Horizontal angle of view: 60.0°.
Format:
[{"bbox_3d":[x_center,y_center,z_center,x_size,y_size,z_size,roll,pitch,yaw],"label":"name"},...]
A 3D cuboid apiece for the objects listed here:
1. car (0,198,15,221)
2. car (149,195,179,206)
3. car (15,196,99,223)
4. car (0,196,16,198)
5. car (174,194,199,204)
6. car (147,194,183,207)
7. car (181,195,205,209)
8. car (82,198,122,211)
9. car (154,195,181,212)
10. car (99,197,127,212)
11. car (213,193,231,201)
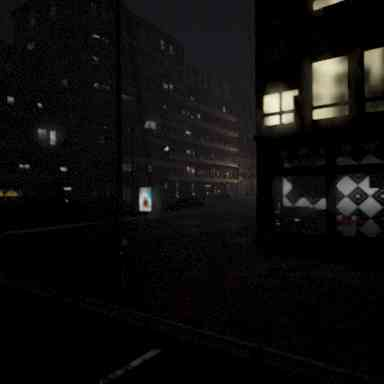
[{"bbox_3d":[-14.584,1.488,27.812,1.837,1.490,4.892,-1,1,37],"label":"car"},{"bbox_3d":[-3.964,1.140,47.505,2.008,1.369,4.403,1,2,35],"label":"car"},{"bbox_3d":[-9.769,1.250,24.566,2.192,1.841,5.009,1,1,35],"label":"car"},{"bbox_3d":[-16.671,1.319,29.316,2.192,1.841,5.009,1,2,35],"label":"car"},{"bbox_3d":[-0.788,1.067,52.051,1.802,1.307,4.206,1,2,35],"label":"car"},{"bbox_3d":[-3.503,1.101,43.652,1.882,1.535,5.008,-1,1,35],"label":"car"},{"bbox_3d":[-0.236,1.190,38.212,1.947,1.339,4.313,1,1,35],"label":"car"},{"bbox_3d":[-10.317,1.380,38.414,1.802,1.307,4.206,1,2,35],"label":"car"},{"bbox_3d":[-3.414,1.294,33.664,1.947,1.339,4.313,1,1,35],"label":"car"},{"bbox_3d":[-9.163,1.299,35.568,2.128,1.511,4.902,-1,1,35],"label":"car"},{"bbox_3d":[5.566,0.819,61.143,1.887,1.381,4.507,1,2,35],"label":"car"}]
